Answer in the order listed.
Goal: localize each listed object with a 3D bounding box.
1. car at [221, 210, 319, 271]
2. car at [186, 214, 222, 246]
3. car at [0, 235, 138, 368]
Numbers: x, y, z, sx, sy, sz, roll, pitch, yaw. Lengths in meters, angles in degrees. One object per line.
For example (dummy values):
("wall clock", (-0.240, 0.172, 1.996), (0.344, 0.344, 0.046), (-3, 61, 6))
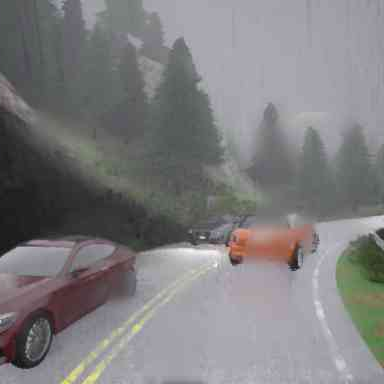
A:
("car", (2.980, 1.412, 11.546), (2.097, 1.767, 4.553), (-2, -1, 28))
("car", (1.522, 1.746, 15.741), (1.994, 1.385, 4.181), (-2, -2, 33))
("car", (-2.510, 1.576, 6.076), (1.812, 1.442, 4.674), (0, -1, 14))
